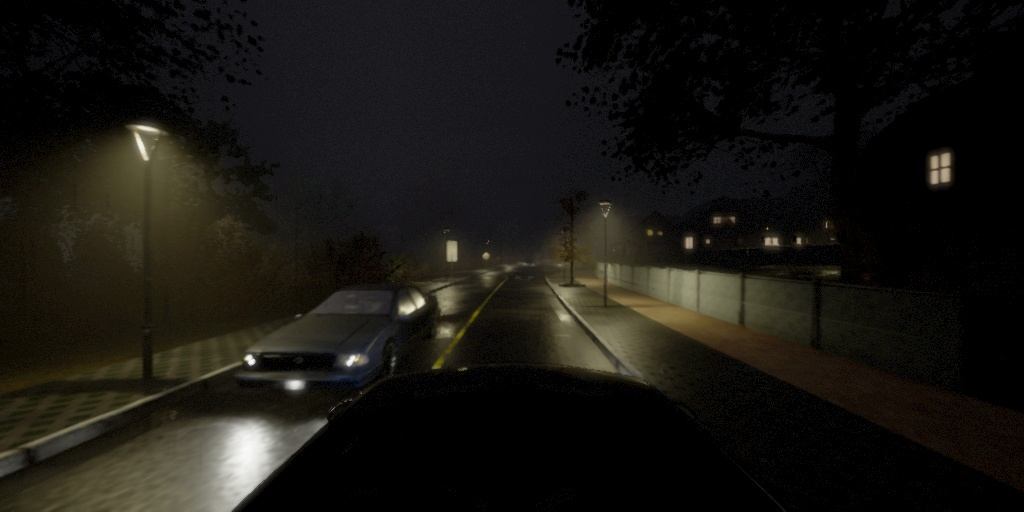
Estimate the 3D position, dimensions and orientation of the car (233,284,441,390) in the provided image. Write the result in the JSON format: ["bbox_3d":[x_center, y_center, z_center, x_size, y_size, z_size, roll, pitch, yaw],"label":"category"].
[{"bbox_3d":[-2.786,1.294,7.324,2.033,1.411,5.357,0,0,1],"label":"car"}]

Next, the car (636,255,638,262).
[{"bbox_3d":[13.256,0.574,36.830,4.181,1.385,1.994,-3,0,9],"label":"car"}]
